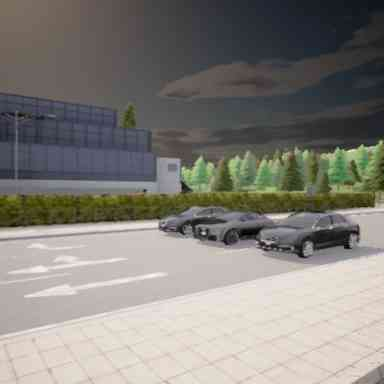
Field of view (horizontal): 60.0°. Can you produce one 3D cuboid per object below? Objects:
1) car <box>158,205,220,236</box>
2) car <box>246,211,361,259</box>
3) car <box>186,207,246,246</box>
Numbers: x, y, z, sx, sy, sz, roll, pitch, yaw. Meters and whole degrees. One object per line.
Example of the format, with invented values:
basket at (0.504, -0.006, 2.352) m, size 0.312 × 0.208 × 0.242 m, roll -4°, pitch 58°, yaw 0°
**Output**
car at (0.465, 1.508, 18.454) m, size 4.892 × 1.490 × 1.837 m, roll 0°, pitch 0°, yaw -36°
car at (4.578, 1.508, 12.790) m, size 4.892 × 1.490 × 1.837 m, roll 0°, pitch 0°, yaw -36°
car at (2.114, 1.567, 15.331) m, size 4.181 × 1.385 × 1.994 m, roll 0°, pitch 0°, yaw -36°
